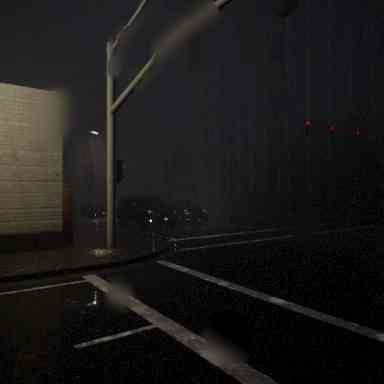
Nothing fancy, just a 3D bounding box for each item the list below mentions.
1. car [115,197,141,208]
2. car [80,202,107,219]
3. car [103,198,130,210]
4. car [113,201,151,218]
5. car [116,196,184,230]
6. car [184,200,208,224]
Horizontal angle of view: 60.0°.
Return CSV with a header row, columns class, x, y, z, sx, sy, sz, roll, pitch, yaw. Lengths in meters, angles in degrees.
class,x,y,z,sx,sy,sz,roll,pitch,yaw
car,-9.577,1.560,49.634,1.837,1.490,4.892,0,0,-37
car,-8.635,1.619,29.959,1.994,1.385,4.181,0,0,-35
car,-10.205,1.581,44.445,1.812,1.442,4.674,0,0,-36
car,-5.822,1.619,32.036,1.994,1.385,4.181,0,0,-35
car,-3.165,1.277,22.295,2.150,2.045,5.566,0,0,-36
car,-0.799,1.407,25.010,2.097,1.767,4.553,0,0,-36
